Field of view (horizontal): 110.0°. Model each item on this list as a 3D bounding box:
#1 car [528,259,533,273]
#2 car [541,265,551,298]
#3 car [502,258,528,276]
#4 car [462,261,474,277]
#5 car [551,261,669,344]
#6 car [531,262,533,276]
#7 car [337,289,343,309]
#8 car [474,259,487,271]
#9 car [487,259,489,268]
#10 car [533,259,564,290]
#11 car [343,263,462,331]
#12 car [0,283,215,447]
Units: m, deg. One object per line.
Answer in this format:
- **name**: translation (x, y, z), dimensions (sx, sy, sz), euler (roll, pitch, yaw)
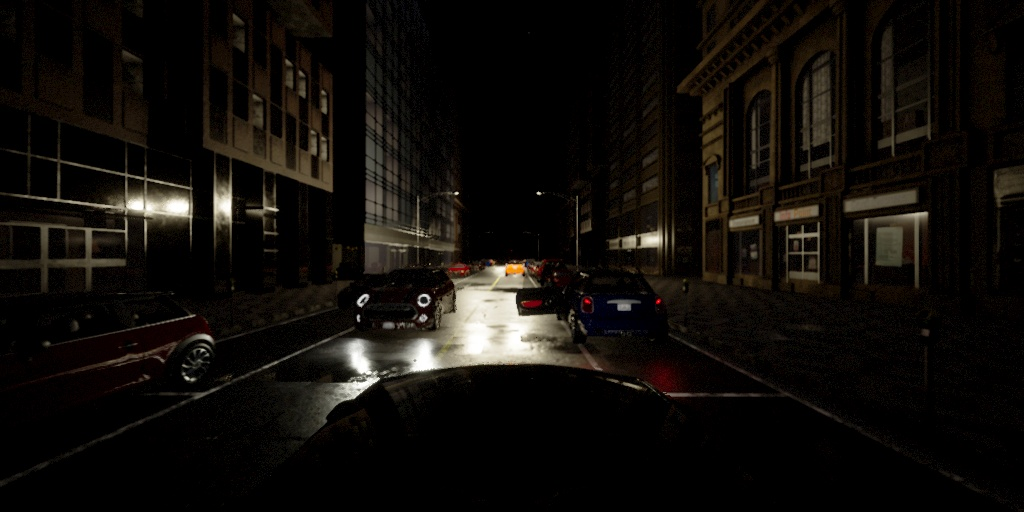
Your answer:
- **car**: translation (3.013, 1.339, 37.567), dimensions (1.967, 1.591, 4.097), euler (0, 0, 0)
- **car**: translation (2.894, 1.409, 20.763), dimensions (1.802, 1.307, 4.207), euler (0, 0, 0)
- **car**: translation (0.338, 1.259, 39.025), dimensions (2.097, 1.767, 4.553), euler (0, 0, 1)
- **car**: translation (-5.512, 1.444, 37.617), dimensions (1.888, 1.381, 4.507), euler (0, 0, 0)
- **car**: translation (2.442, 1.134, 9.873), dimensions (2.097, 1.767, 4.553), euler (0, 0, 0)
- **car**: translation (2.973, 1.441, 31.966), dimensions (1.948, 1.339, 4.313), euler (0, 0, 0)
- **car**: translation (-5.671, 1.369, 15.209), dimensions (1.948, 1.339, 4.313), euler (0, 0, 0)
- **car**: translation (-5.393, 1.413, 54.422), dimensions (1.967, 1.591, 4.097), euler (0, 0, 0)
- **car**: translation (-5.353, 1.543, 60.024), dimensions (1.888, 1.381, 4.507), euler (0, 0, 0)
- **car**: translation (2.933, 1.166, 26.364), dimensions (2.192, 1.841, 5.009), euler (0, 0, 0)
- **car**: translation (-3.037, 1.139, 11.114), dimensions (2.097, 1.767, 4.553), euler (0, 0, 0)
- **car**: translation (-5.751, 1.198, 4.005), dimensions (1.967, 1.591, 4.097), euler (0, 0, 0)
